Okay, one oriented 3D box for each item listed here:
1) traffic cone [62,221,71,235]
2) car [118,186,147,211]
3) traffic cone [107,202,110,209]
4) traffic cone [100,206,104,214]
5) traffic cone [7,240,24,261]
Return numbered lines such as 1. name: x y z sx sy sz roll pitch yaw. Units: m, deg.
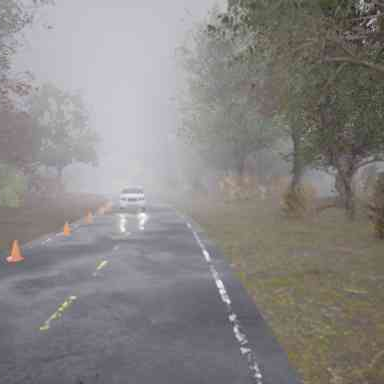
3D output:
1. traffic cone: -5.567 1.589 14.756 0.340 0.580 0.340 0 1 -5
2. car: -5.158 0.498 29.136 2.150 2.045 5.566 0 1 -9
3. traffic cone: -7.389 1.225 29.426 0.340 0.580 0.340 0 1 -9
4. traffic cone: -6.655 1.346 24.552 0.340 0.580 0.340 0 1 -8
5. traffic cone: -5.214 1.711 9.840 0.340 0.580 0.340 0 1 -3
